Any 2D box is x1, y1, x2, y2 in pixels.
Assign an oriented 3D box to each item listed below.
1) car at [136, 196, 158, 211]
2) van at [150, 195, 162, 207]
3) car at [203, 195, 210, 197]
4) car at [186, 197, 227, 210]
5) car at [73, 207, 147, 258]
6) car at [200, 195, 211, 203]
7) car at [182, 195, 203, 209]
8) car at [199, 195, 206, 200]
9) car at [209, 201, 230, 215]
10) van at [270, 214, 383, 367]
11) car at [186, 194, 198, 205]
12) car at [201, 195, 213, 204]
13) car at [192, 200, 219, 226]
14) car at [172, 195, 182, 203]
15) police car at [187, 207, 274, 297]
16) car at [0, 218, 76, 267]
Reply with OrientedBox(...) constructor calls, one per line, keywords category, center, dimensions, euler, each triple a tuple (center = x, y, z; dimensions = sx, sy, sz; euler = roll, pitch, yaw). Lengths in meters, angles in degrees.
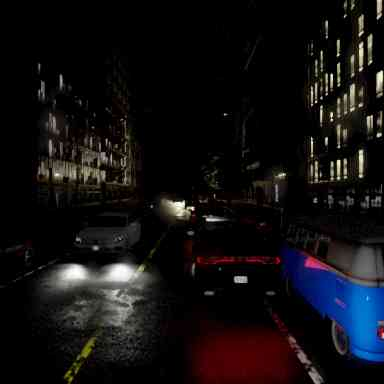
OrientedBox(category="car", center=(-5.644, 1.548, 39.806), dimensions=(2.008, 1.369, 4.403), euler=(0, 0, 0))
OrientedBox(category="van", center=(-5.630, 1.328, 51.191), dimensions=(1.690, 1.788, 3.998), euler=(0, 0, 0))
OrientedBox(category="car", center=(2.743, 1.544, 45.485), dimensions=(2.008, 1.369, 4.403), euler=(0, 0, 0))
OrientedBox(category="car", center=(0.873, 1.351, 18.622), dimensions=(2.097, 1.767, 4.553), euler=(0, 0, 0))
OrientedBox(category="car", center=(-3.084, 1.525, 12.978), dimensions=(1.812, 1.442, 4.674), euler=(0, 0, 0))
OrientedBox(category="car", center=(2.769, 1.401, 68.255), dimensions=(1.967, 1.590, 4.097), euler=(0, 0, 0))
OrientedBox(category="car", center=(0.060, 1.345, 45.440), dimensions=(2.097, 1.767, 4.553), euler=(0, 0, 0))
OrientedBox(category="car", center=(2.796, 1.462, 91.025), dimensions=(1.887, 1.381, 4.507), euler=(0, 0, 0))
OrientedBox(category="car", center=(2.730, 1.581, 34.100), dimensions=(1.802, 1.307, 4.206), euler=(0, 0, 0))
OrientedBox(category="van", center=(2.698, 1.341, 5.639), dimensions=(1.690, 1.788, 3.998), euler=(0, 0, 0))
OrientedBox(category="car", center=(0.068, 1.327, 59.392), dimensions=(2.097, 1.767, 4.553), euler=(0, 0, 0))
OrientedBox(category="car", center=(2.763, 1.410, 62.563), dimensions=(1.967, 1.590, 4.097), euler=(0, 0, 0))
OrientedBox(category="car", center=(0.929, 1.455, 24.850), dimensions=(1.801, 1.575, 5.366), euler=(0, 0, 0))
OrientedBox(category="car", center=(-2.923, 1.441, 66.867), dimensions=(1.882, 1.535, 5.008), euler=(0, 0, 0))
OrientedBox(category="police car", center=(0.911, 1.425, 8.769), dimensions=(1.930, 1.638, 5.238), euler=(0, 0, 0))
OrientedBox(category="car", center=(-5.677, 1.582, 11.343), dimensions=(1.802, 1.307, 4.206), euler=(0, 0, 0))
